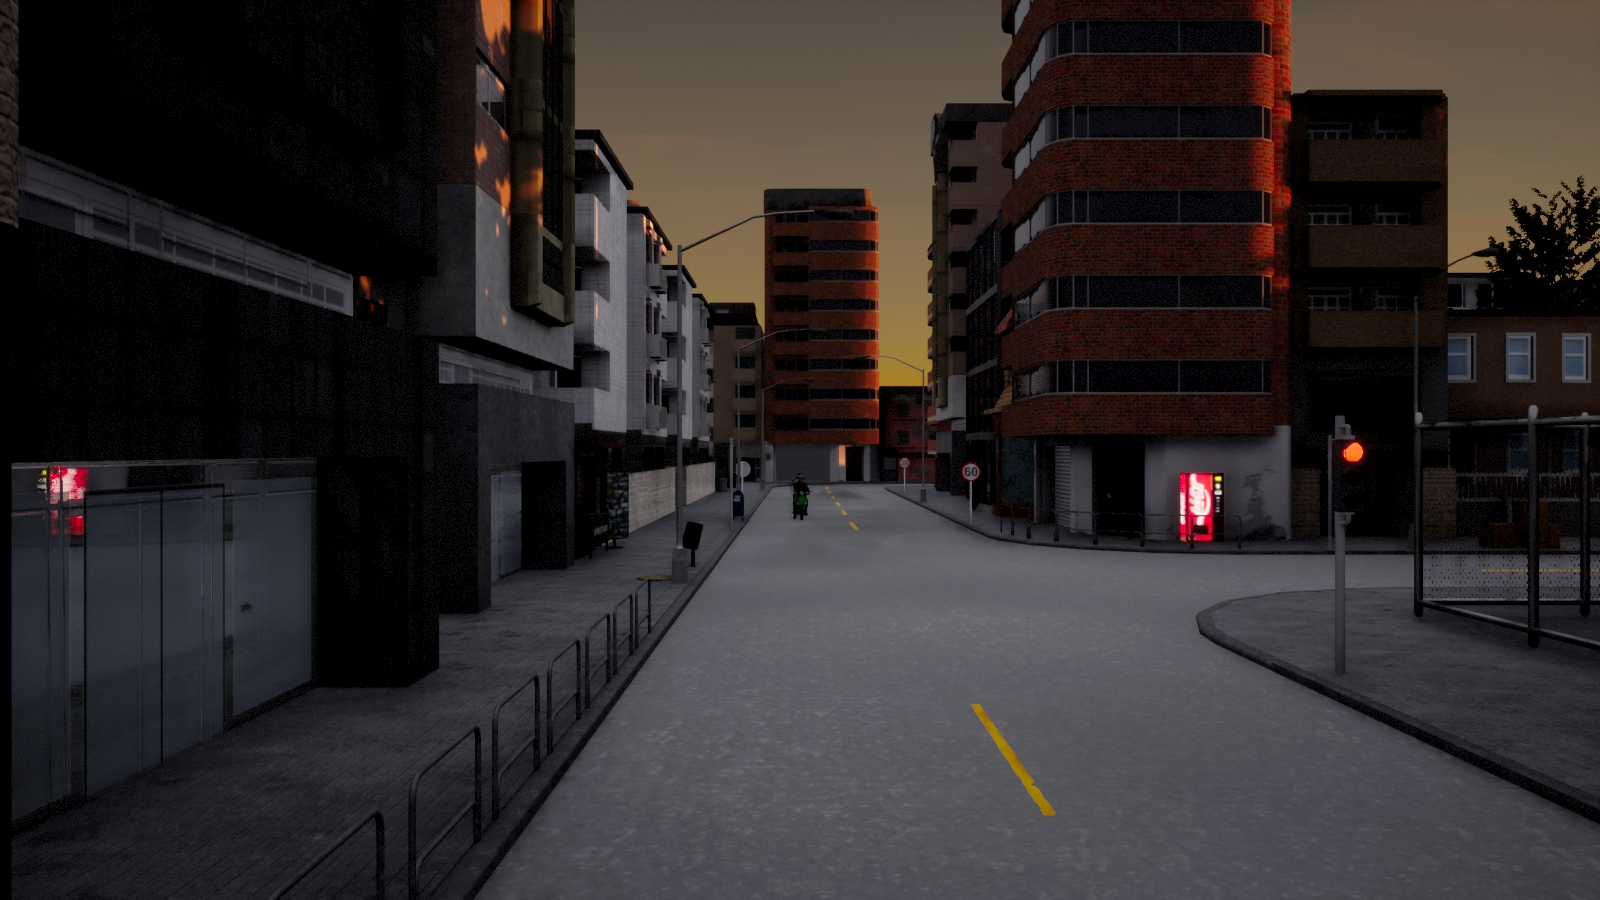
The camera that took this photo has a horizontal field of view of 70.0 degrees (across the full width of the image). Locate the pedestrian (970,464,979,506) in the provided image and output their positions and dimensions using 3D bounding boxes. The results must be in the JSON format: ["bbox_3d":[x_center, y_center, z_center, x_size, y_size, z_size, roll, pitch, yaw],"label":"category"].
[{"bbox_3d":[7.769,1.533,50.780,0.375,1.860,0.375,0,0,12],"label":"pedestrian"}]

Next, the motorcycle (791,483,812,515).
[{"bbox_3d":[0.063,1.970,46.521,0.856,1.236,1.805,0,0,0],"label":"motorcycle"}]

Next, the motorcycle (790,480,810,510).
[{"bbox_3d":[0.019,1.970,50.389,0.856,1.236,1.805,0,0,0],"label":"motorcycle"}]
